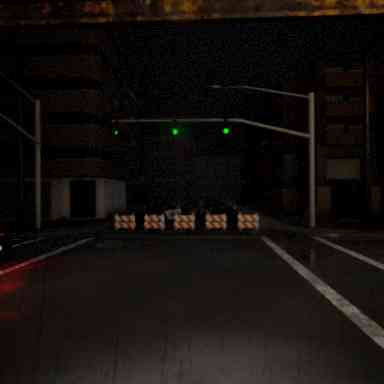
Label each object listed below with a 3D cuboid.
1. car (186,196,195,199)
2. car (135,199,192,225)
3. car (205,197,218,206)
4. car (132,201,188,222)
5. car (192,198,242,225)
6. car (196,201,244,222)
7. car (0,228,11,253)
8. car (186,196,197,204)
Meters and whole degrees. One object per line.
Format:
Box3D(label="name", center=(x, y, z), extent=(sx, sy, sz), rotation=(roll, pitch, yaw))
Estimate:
Box3D(label="car", center=(-0.038, 1.553, 59.089), extent=(2.038, 1.542, 4.974), rotation=(0, 0, 3))
Box3D(label="car", center=(-2.243, 1.510, 24.346), extent=(2.038, 1.542, 4.974), rotation=(0, 0, 28))
Box3D(label="car", center=(2.938, 1.360, 50.450), extent=(1.853, 1.218, 4.536), rotation=(0, 0, 3))
Box3D(label="car", center=(-2.220, 1.352, 24.393), extent=(1.853, 1.218, 4.536), rotation=(0, 0, 28))
Box3D(label="car", center=(1.895, 1.480, 23.819), extent=(2.038, 1.542, 4.974), rotation=(0, 0, -17))
Box3D(label="car", center=(1.878, 1.323, 23.869), extent=(1.853, 1.218, 4.536), rotation=(0, 0, -17))
Box3D(label="car", center=(-8.603, 1.585, 11.092), extent=(4.892, 1.490, 1.837), rotation=(-1, -2, 9))
Box3D(label="car", center=(-0.037, 1.396, 59.141), extent=(1.853, 1.218, 4.536), rotation=(0, 0, 3))
